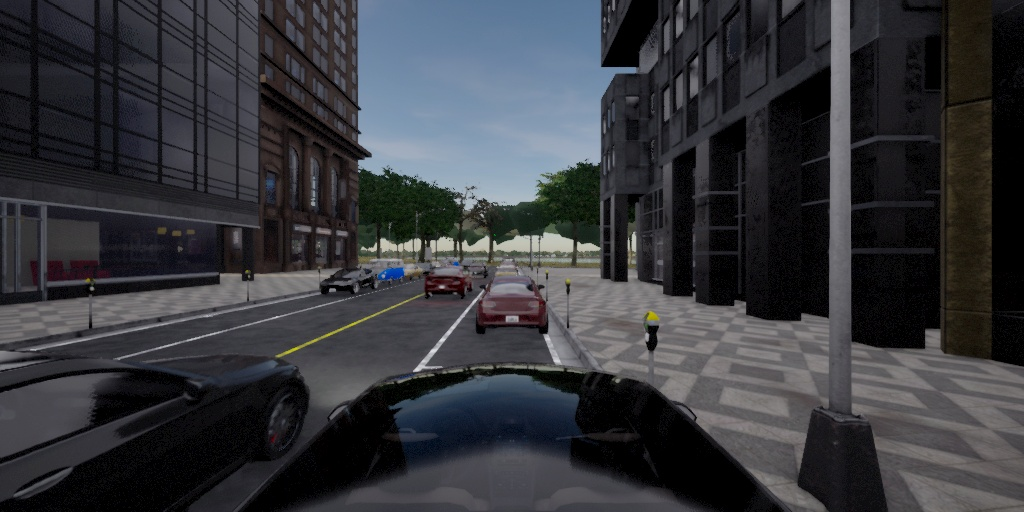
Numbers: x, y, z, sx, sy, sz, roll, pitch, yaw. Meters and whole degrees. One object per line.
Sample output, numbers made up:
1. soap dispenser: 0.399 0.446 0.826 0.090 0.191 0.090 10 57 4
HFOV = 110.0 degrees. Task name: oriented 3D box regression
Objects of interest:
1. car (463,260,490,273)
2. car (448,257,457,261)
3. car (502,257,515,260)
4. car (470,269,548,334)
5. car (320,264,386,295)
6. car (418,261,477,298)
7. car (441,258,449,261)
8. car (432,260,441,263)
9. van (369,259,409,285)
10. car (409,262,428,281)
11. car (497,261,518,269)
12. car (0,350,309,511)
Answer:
1. car: -3.142 1.247 33.432 2.128 1.511 4.902 0 0 0
2. car: -8.908 1.201 47.173 1.967 1.591 4.097 0 0 0
3. car: -0.383 1.196 36.298 1.967 1.591 4.097 0 0 0
4. car: 0.003 1.276 10.500 1.812 1.442 4.674 0 0 0
5. car: -8.908 1.317 19.986 1.948 1.339 4.313 0 0 0
6. car: -3.140 1.229 18.602 1.882 1.535 5.008 0 0 0
7. car: -8.908 1.284 41.566 1.751 1.417 4.829 0 0 0
8. car: -8.908 1.322 36.298 1.948 1.339 4.313 0 0 0
9. van: -8.908 1.093 25.423 1.690 1.789 3.998 0 0 0
10. car: -8.908 1.279 30.691 1.751 1.417 4.829 0 0 0
11. car: -0.383 1.278 25.593 1.751 1.417 4.829 0 0 0
12. car: -3.146 1.275 2.018 1.812 1.442 4.674 0 0 0
